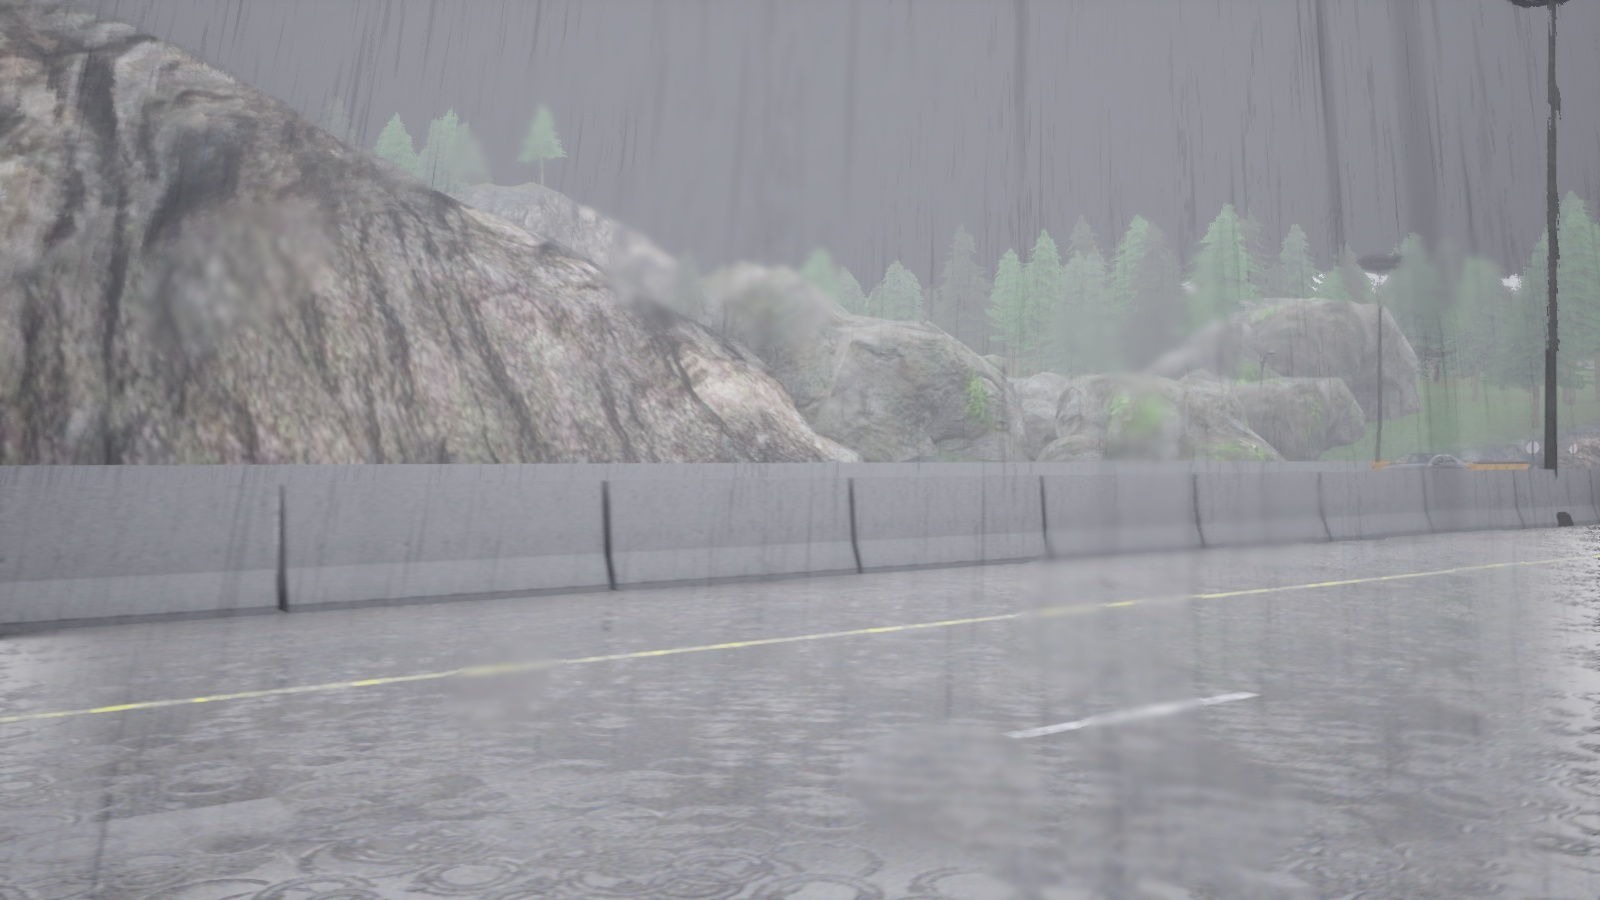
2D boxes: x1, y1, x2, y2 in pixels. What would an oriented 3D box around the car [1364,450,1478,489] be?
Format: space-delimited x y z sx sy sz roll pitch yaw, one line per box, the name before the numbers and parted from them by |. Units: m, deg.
car | 25.715 0.776 51.947 4.902 1.511 2.128 0 0 -35
